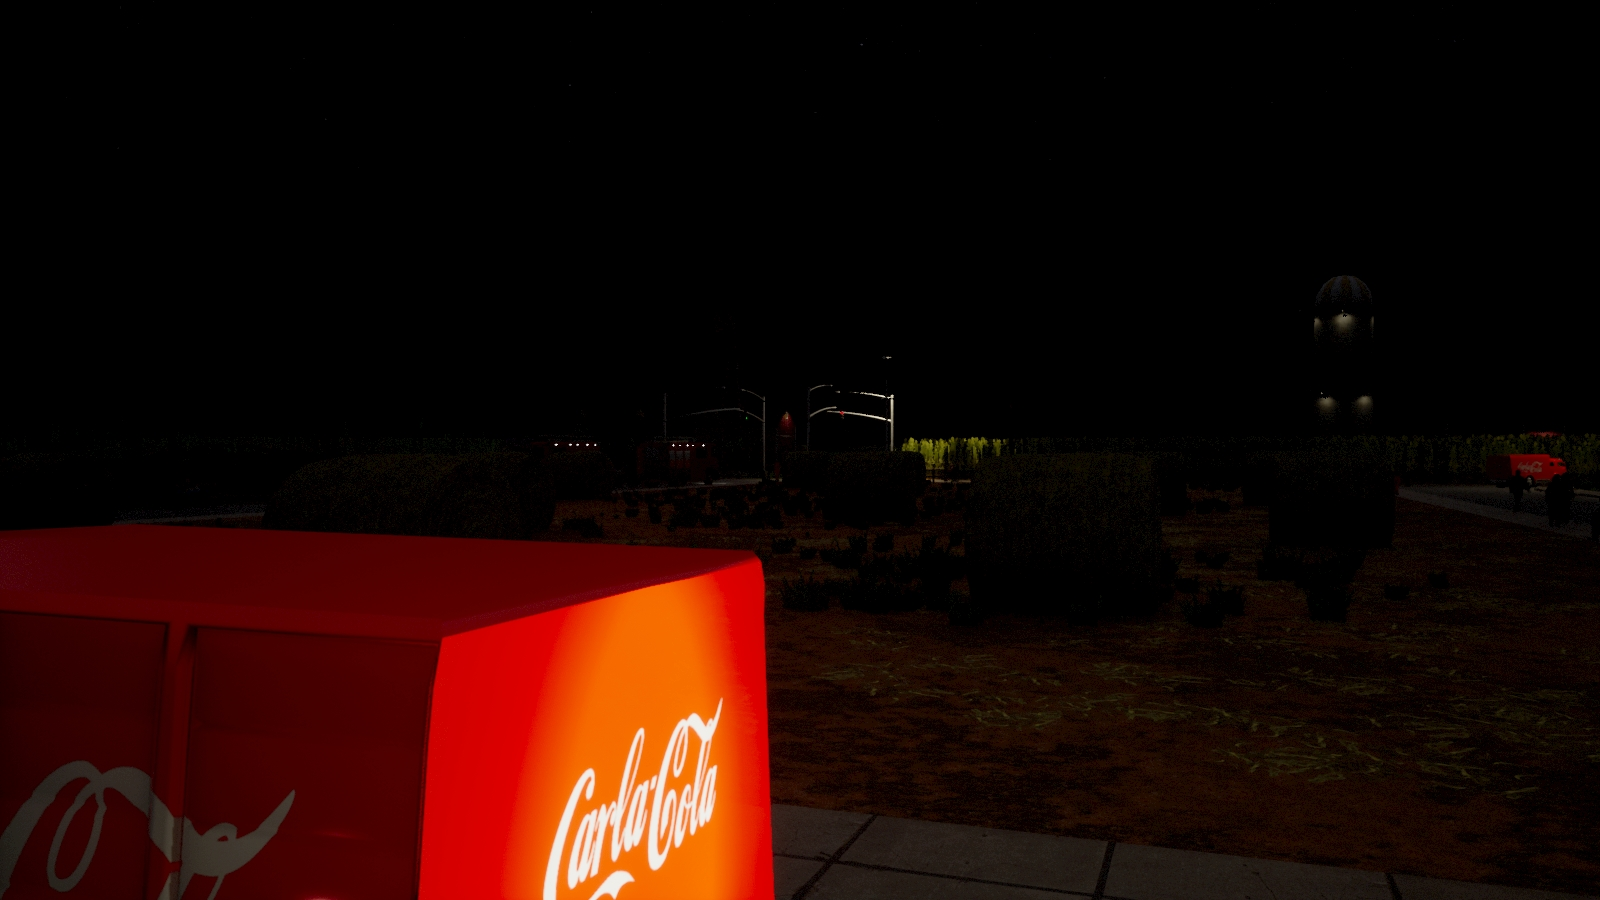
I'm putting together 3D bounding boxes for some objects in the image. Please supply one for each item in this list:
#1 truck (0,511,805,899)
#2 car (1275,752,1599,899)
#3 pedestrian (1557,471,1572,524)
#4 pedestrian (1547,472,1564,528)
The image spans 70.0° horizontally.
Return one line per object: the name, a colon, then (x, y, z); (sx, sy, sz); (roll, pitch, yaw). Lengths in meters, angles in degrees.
truck: (-2.872, 1.572, 4.348); (5.204, 2.467, 2.627); (0, 0, 20)
car: (3.388, 1.905, 2.099); (4.553, 1.767, 2.097); (0, 0, 20)
pedestrian: (26.773, 1.664, 40.034); (0.375, 1.860, 0.375); (0, 0, 23)
pedestrian: (25.260, 1.665, 38.201); (0.375, 1.860, 0.375); (0, 0, 19)
